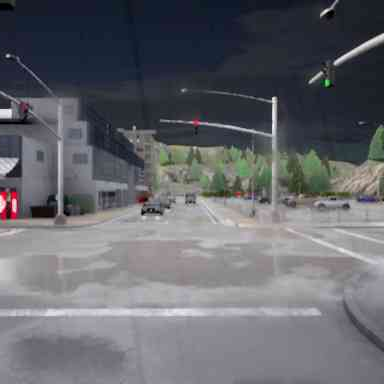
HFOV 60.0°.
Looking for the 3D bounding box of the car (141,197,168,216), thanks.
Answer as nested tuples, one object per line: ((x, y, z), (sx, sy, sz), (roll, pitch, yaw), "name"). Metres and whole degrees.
((-3.745, 1.511, 32.304), (1.994, 1.385, 4.181), (0, 0, 0), "car")

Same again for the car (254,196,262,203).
((13.487, 1.020, 56.908), (4.605, 1.855, 1.932), (0, 0, 0), "car")

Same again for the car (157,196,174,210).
((-3.789, 1.282, 42.573), (2.097, 1.767, 4.553), (0, 0, 0), "car")

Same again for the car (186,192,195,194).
((-0.319, 1.109, 68.697), (2.150, 2.045, 5.566), (0, 0, 0), "car")

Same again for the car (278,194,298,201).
((20.971, 1.281, 72.548), (3.806, 1.475, 1.970), (0, 0, 0), "car")

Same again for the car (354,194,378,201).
((39.569, 1.232, 75.626), (4.514, 1.523, 2.007), (0, 0, 0), "car")

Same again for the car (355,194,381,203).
((32.019, 1.237, 60.607), (3.633, 1.501, 1.845), (0, 0, 0), "car")

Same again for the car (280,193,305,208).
((13.974, 1.102, 41.210), (5.027, 1.636, 2.152), (0, 0, 0), "car")

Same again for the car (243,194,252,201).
((13.536, 1.266, 75.493), (3.633, 1.501, 1.845), (0, 0, 0), "car")

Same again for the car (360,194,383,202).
((39.637, 1.228, 72.490), (5.027, 1.636, 2.152), (0, 0, 0), "car")

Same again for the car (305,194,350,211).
((14.328, 1.191, 34.795), (3.806, 1.475, 1.970), (0, 0, 0), "car")

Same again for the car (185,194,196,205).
((-0.270, 1.452, 58.269), (2.033, 1.411, 5.357), (0, 0, 0), "car")

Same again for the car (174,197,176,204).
((-3.818, 1.428, 59.003), (1.812, 1.442, 4.674), (0, 0, 0), "car")

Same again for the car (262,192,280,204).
((13.913, 1.004, 54.004), (3.866, 1.878, 1.905), (0, 0, 0), "car")

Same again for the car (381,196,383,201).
((32.025, 1.232, 50.614), (4.514, 1.523, 2.007), (0, 0, 0), "car")
